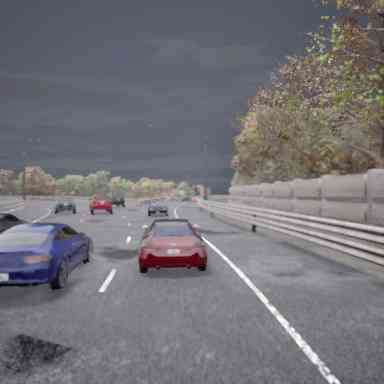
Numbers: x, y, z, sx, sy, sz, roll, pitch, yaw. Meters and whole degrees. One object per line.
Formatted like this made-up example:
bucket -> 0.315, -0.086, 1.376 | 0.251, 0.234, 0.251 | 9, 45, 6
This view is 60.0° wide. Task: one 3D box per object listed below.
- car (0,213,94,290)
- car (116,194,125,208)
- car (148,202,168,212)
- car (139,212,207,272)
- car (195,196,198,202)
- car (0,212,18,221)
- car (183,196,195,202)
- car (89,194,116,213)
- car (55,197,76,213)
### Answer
car -> -3.996, 1.536, 8.934 | 1.812, 1.442, 4.674 | 0, 0, -5
car -> -11.414, 1.240, 48.657 | 2.150, 2.045, 5.566 | 0, 0, -26
car -> -3.316, 1.601, 32.833 | 1.895, 1.301, 4.718 | 0, 0, -4
car -> -0.682, 1.562, 10.930 | 1.994, 1.385, 4.181 | 0, 0, -5
car -> 0.589, 2.014, 94.501 | 2.097, 1.767, 4.553 | 0, -3, 8
car -> -8.028, 1.548, 13.539 | 1.812, 1.442, 4.674 | 0, 0, -8
car -> -1.127, 1.633, 80.059 | 1.837, 1.490, 4.892 | 0, -2, 7
car -> -9.968, 1.242, 36.212 | 2.150, 2.045, 5.566 | 0, 0, -19
car -> -13.982, 1.385, 36.815 | 2.097, 1.767, 4.553 | 0, 0, -20
